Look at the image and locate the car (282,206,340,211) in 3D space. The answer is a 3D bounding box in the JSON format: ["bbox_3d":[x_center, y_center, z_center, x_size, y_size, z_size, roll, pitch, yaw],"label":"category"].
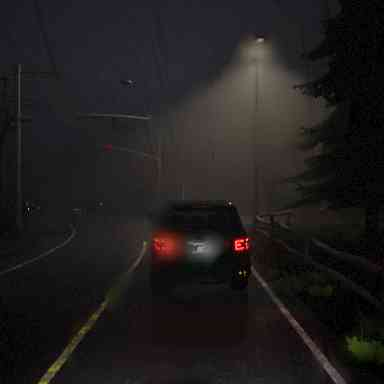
[{"bbox_3d":[10.708,1.627,30.204,4.718,1.301,1.895,0,0,0],"label":"car"}]

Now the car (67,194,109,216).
[{"bbox_3d":[-10.436,1.221,33.275,5.566,2.045,2.150,0,0,45],"label":"car"}]

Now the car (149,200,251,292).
[{"bbox_3d":[0.010,1.221,9.128,2.150,2.045,5.566,0,0,-5],"label":"car"}]

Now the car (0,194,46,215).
[{"bbox_3d":[-17.568,1.221,34.203,5.566,2.045,2.150,0,0,30],"label":"car"}]
